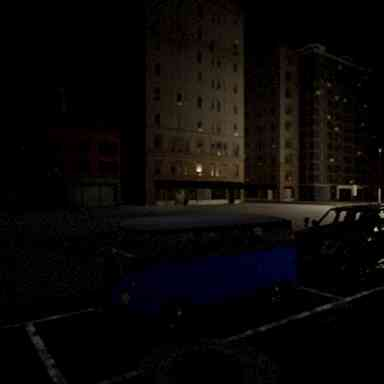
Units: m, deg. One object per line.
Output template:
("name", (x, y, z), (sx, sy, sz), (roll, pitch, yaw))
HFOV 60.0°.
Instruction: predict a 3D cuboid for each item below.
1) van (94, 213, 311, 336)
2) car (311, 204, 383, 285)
("van", (0.280, 1.340, 6.389), (3.998, 1.788, 1.690), (0, 0, -36))
("car", (4.904, 1.313, 9.687), (5.009, 1.841, 2.192), (0, 0, -36))
